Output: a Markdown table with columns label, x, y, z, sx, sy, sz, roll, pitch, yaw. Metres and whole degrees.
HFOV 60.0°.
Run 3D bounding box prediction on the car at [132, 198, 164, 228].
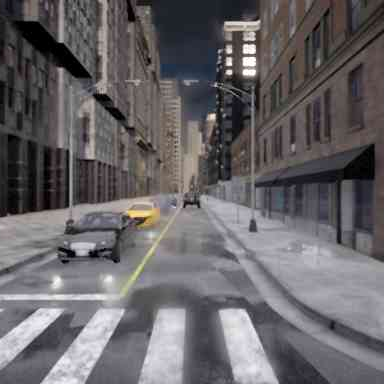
| label | x | y | z | sx | sy | sz | roll | pitch | yaw |
| --- | --- | --- | --- | --- | --- | --- | --- | --- | --- |
| car | -3.108 | 1.375 | 21.342 | 1.882 | 1.535 | 5.008 | 0 | 0 | 0 |

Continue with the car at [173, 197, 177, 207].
| label | x | y | z | sx | sy | sz | roll | pitch | yaw |
| --- | --- | --- | --- | --- | --- | --- | --- | --- | --- |
| car | -3.035 | 1.346 | 47.212 | 2.033 | 1.411 | 5.357 | 0 | 0 | 0 |

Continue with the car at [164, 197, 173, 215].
| label | x | y | z | sx | sy | sz | roll | pitch | yaw |
| --- | --- | --- | --- | --- | --- | --- | --- | --- | --- |
| car | -3.111 | 1.321 | 31.738 | 1.882 | 1.535 | 5.008 | 0 | 0 | 0 |

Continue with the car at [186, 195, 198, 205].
| label | x | y | z | sx | sy | sz | roll | pitch | yaw |
| --- | --- | --- | --- | --- | --- | --- | --- | --- | --- |
| car | -0.039 | 1.249 | 53.048 | 1.812 | 1.442 | 4.674 | 0 | 0 | 0 |

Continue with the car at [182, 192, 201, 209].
| label | x | y | z | sx | sy | sz | roll | pitch | yaw |
| --- | --- | --- | --- | --- | --- | --- | --- | --- | --- |
| car | -0.031 | 1.007 | 42.653 | 2.150 | 2.045 | 5.566 | 0 | 0 | 0 |

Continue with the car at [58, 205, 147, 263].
| label | x | y | z | sx | sy | sz | roll | pitch | yaw |
| --- | --- | --- | --- | --- | --- | --- | --- | --- | --- |
| car | -3.097 | 1.436 | 11.799 | 2.128 | 1.511 | 4.902 | 0 | 0 | 0 |
